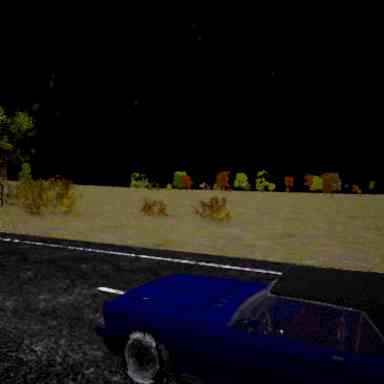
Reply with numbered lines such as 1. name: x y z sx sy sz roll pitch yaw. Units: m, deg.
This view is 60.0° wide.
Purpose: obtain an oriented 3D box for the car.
1. car: 1.201 1.597 3.891 4.718 1.301 1.895 1 0 27
